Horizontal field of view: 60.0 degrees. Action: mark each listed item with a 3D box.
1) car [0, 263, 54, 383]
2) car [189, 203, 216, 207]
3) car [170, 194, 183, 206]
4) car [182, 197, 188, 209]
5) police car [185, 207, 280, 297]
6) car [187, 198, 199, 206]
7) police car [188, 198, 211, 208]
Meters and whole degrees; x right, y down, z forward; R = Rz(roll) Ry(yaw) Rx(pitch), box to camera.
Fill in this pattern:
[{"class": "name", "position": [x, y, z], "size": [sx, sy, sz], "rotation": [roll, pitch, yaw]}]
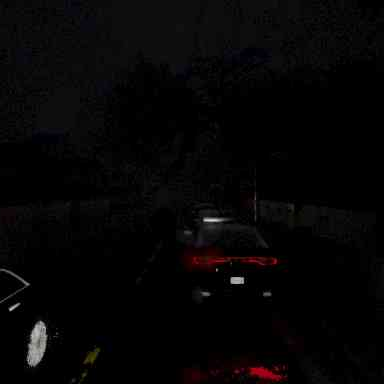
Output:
[{"class": "car", "position": [-2.846, 1.506, 2.795], "size": [1.837, 1.490, 4.892], "rotation": [0, 0, 0]}, {"class": "car", "position": [0.866, 1.543, 18.624], "size": [1.812, 1.442, 4.674], "rotation": [0, 0, 0]}, {"class": "car", "position": [-2.616, 1.383, 58.472], "size": [2.150, 2.045, 5.566], "rotation": [0, 0, 0]}, {"class": "car", "position": [0.120, 1.666, 45.423], "size": [1.994, 1.385, 4.181], "rotation": [0, 0, 2]}, {"class": "police car", "position": [0.843, 1.432, 8.730], "size": [1.930, 1.638, 5.238], "rotation": [0, 0, 0]}, {"class": "car", "position": [0.137, 1.729, 58.981], "size": [1.994, 1.385, 4.181], "rotation": [0, 0, 0]}, {"class": "police car", "position": [0.881, 1.453, 24.738], "size": [1.930, 1.638, 5.238], "rotation": [0, 0, 0]}]
